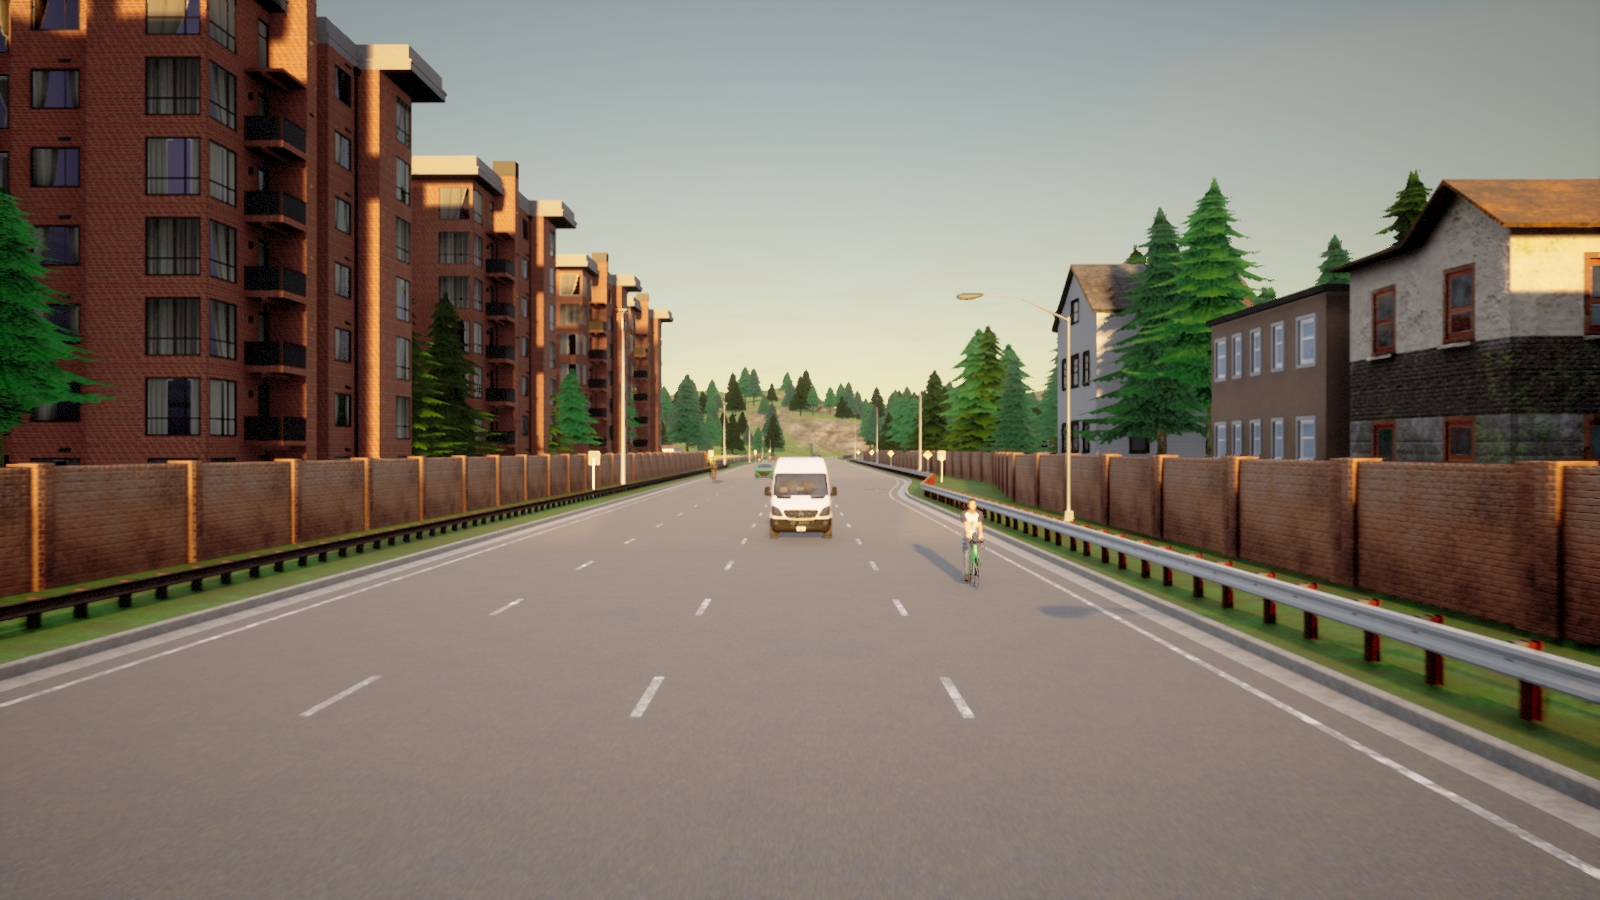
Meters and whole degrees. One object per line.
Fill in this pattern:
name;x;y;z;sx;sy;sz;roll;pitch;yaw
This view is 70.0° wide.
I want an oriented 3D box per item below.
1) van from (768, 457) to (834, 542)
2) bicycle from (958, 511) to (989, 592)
van;0.033;1.518;37.709;1.988;2.561;5.915;0;0;0
bicycle;3.532;2.046;23.320;0.373;1.496;1.643;0;0;0
